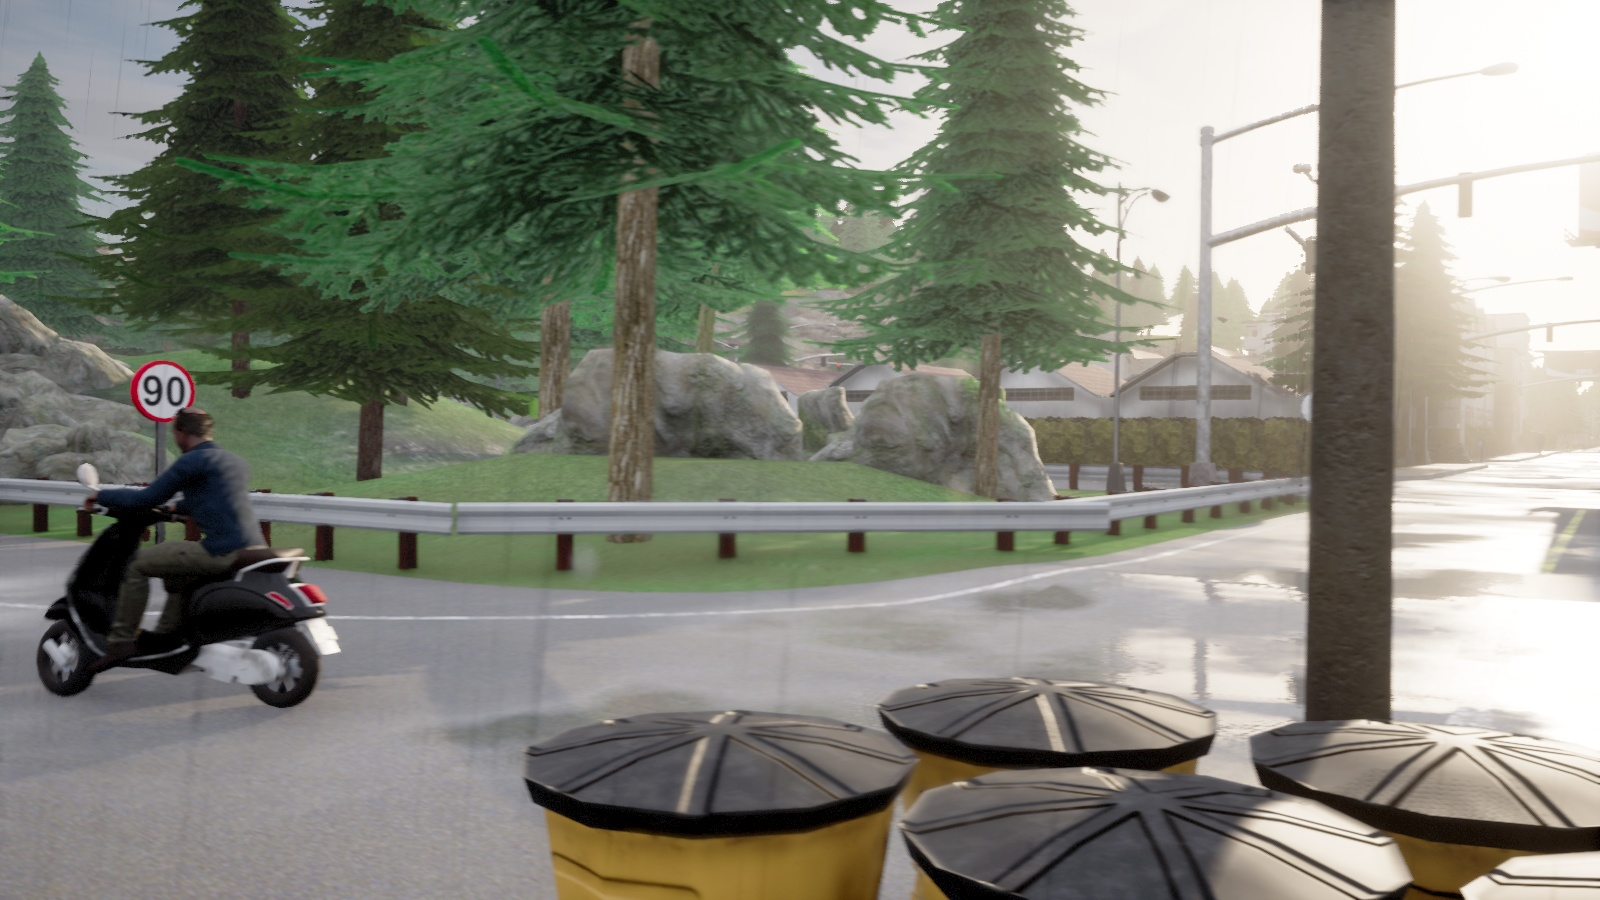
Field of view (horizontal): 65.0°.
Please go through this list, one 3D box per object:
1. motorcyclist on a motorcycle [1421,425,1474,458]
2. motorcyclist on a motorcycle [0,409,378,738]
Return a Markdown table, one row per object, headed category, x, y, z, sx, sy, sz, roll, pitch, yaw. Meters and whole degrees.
| category | x | y | z | sx | sy | sz | roll | pitch | yaw |
| --- | --- | --- | --- | --- | --- | --- | --- | --- | --- |
| motorcyclist on a motorcycle | 32.468 | -0.417 | 62.967 | 2.191 | 1.530 | 0.866 | -2 | 1 | 37 |
| motorcyclist on a motorcycle | -3.318 | 0.624 | 6.695 | 1.817 | 1.590 | 0.866 | -1 | -3 | 12 |
